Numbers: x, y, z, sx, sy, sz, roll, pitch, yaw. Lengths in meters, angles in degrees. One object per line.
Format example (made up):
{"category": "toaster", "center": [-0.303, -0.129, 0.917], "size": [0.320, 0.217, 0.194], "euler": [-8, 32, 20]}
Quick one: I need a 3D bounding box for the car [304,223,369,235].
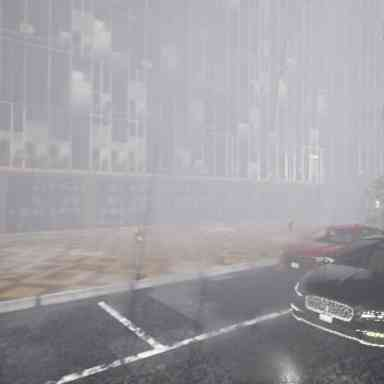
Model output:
{"category": "car", "center": [4.448, 1.636, 9.743], "size": [4.507, 1.381, 1.887], "euler": [1, 0, -36]}

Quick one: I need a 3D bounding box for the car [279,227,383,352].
{"category": "car", "center": [3.887, 1.571, 6.161], "size": [4.892, 1.490, 1.837], "euler": [1, 0, -36]}
